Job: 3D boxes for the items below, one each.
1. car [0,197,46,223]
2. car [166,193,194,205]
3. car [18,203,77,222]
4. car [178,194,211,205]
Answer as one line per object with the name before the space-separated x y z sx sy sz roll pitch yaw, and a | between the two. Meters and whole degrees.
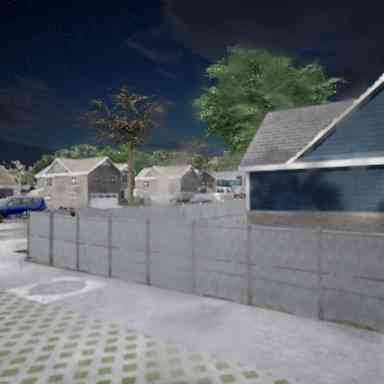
car | -14.680 1.426 27.361 2.150 2.045 5.566 -1 0 33
car | -1.392 1.219 47.983 2.150 2.045 5.566 -1 0 33
car | -11.078 1.746 26.943 1.895 1.301 4.718 -1 0 33
car | 0.706 1.434 45.245 1.882 1.535 5.008 -1 0 33
